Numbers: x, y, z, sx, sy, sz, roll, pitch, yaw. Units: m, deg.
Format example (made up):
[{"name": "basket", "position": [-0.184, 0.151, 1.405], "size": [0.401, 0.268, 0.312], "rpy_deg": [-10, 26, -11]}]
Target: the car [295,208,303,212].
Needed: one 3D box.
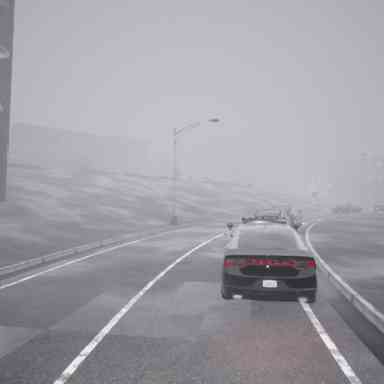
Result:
[{"name": "car", "position": [6.391, 1.680, 22.935], "size": [1.837, 1.490, 4.892], "rpy_deg": [-2, -1, 25]}]

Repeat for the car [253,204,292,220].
[{"name": "car", "position": [8.527, 2.053, 34.914], "size": [2.033, 1.411, 5.357], "rpy_deg": [-3, -3, 36]}]

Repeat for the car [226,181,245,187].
[{"name": "car", "position": [7.870, -1.378, 67.818], "size": [4.792, 1.488, 2.163], "rpy_deg": [4, -6, -44]}]

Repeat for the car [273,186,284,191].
[{"name": "car", "position": [19.310, -0.644, 79.791], "size": [2.185, 1.767, 4.553], "rpy_deg": [-4, -6, 42]}]

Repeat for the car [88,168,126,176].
[{"name": "car", "position": [-12.994, -2.711, 49.409], "size": [4.892, 1.521, 2.231], "rpy_deg": [3, -5, -39]}]

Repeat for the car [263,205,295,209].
[{"name": "car", "position": [4.221, 1.613, 17.634], "size": [1.837, 1.490, 4.892], "rpy_deg": [-1, -1, 19]}]

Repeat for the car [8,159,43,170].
[{"name": "car", "position": [-21.493, -3.265, 42.540], "size": [4.553, 1.767, 2.185], "rpy_deg": [3, -5, -39]}]

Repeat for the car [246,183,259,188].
[{"name": "car", "position": [11.767, -1.085, 71.717], "size": [2.002, 1.452, 4.674], "rpy_deg": [-4, -6, 45]}]

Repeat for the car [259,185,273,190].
[{"name": "car", "position": [15.510, -0.839, 75.630], "size": [2.231, 1.521, 4.892], "rpy_deg": [-4, -6, 44]}]

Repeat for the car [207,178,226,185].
[{"name": "car", "position": [3.750, -1.820, 63.860], "size": [4.553, 1.767, 2.185], "rpy_deg": [4, -6, -42]}]

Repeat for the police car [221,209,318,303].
[{"name": "police car", "position": [1.835, 1.452, 8.506], "size": [1.930, 1.638, 5.238], "rpy_deg": [-1, 0, 10]}]

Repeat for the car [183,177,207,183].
[{"name": "car", "position": [-0.313, -1.965, 60.118], "size": [5.008, 1.535, 2.097], "rpy_deg": [4, -5, -41]}]

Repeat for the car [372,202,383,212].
[{"name": "car", "position": [28.536, 2.274, 49.320], "size": [4.674, 1.442, 1.812], "rpy_deg": [1, -4, -38]}]

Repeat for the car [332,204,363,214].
[{"name": "car", "position": [19.680, 2.148, 42.051], "size": [4.718, 1.301, 1.895], "rpy_deg": [1, -4, -40]}]

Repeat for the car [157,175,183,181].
[{"name": "car", "position": [-4.473, -2.190, 56.454], "size": [4.674, 1.452, 2.002], "rpy_deg": [3, -5, -40]}]

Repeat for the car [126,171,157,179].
[{"name": "car", "position": [-8.711, -2.483, 52.885], "size": [4.892, 1.521, 2.231], "rpy_deg": [3, -5, -39]}]

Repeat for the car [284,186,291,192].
[{"name": "car", "position": [23.016, -0.423, 83.998], "size": [2.435, 2.045, 5.566], "rpy_deg": [-4, -6, 41]}]
